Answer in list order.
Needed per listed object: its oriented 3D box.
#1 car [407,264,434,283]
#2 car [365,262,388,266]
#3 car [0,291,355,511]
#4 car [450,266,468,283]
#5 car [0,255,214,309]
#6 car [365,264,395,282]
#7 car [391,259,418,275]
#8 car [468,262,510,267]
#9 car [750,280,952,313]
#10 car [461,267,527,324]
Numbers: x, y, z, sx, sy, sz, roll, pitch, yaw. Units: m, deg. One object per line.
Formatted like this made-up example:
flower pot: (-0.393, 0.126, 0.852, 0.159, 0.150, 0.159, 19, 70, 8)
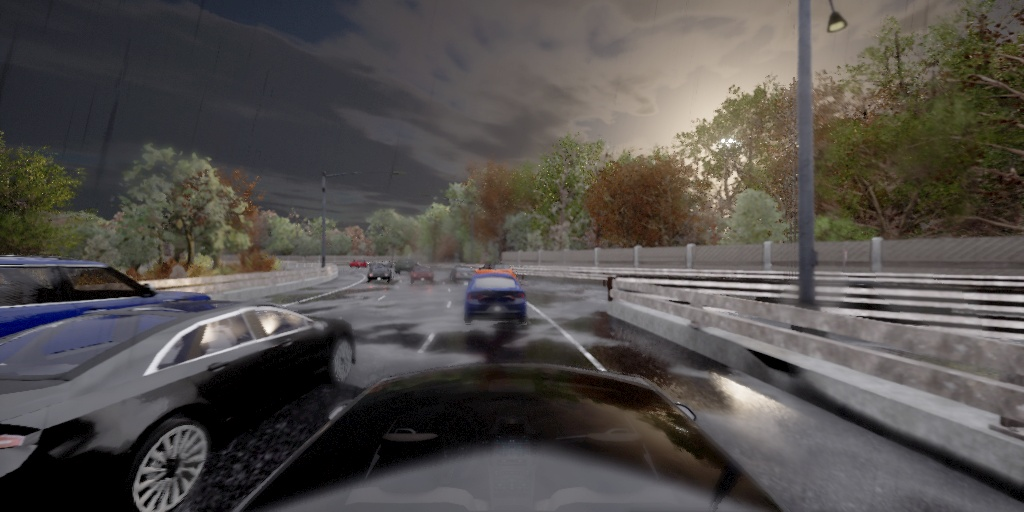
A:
car: (-8.056, 1.646, 31.811, 1.895, 1.301, 4.718, 0, -1, -17)
car: (-18.287, 1.812, 48.327, 1.895, 1.301, 4.718, 0, -1, -26)
car: (-3.550, 1.268, 4.179, 2.128, 1.511, 4.902, 0, -1, -1)
car: (-4.326, 1.585, 31.170, 2.033, 1.411, 5.357, 1, -1, -14)
car: (-7.041, 1.008, 5.024, 2.150, 2.045, 5.566, 0, -1, -1)
car: (-11.881, 1.654, 32.389, 1.895, 1.301, 4.718, 0, -1, -17)
car: (-14.674, 1.436, 48.915, 2.150, 2.045, 5.566, 0, -1, -25)
car: (-1.591, 1.372, 29.709, 2.097, 1.767, 4.553, 0, 0, -29)
car: (10.857, 1.441, 11.980, 1.895, 1.301, 4.718, 0, -1, -45)
car: (-0.664, 1.332, 12.505, 1.882, 1.535, 5.008, 0, 0, -6)
